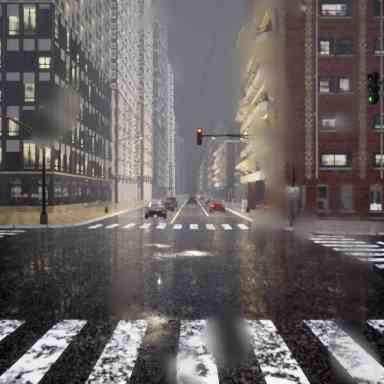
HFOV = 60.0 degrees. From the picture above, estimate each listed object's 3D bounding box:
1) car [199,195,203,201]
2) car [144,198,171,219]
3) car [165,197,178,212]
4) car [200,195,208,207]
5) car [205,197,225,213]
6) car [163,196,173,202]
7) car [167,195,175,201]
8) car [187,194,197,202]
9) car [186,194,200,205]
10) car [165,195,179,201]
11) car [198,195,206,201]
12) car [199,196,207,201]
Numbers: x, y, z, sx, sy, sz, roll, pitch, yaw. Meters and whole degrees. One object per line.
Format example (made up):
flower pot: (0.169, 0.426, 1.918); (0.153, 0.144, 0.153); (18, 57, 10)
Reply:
car: (2.688, 1.571, 55.818); (2.008, 1.369, 4.403); (0, 0, 0)
car: (-3.120, 1.553, 29.519); (2.033, 1.411, 5.357); (0, 0, -4)
car: (-3.085, 1.574, 39.539); (1.994, 1.385, 4.181); (0, 0, 1)
car: (2.688, 1.567, 50.170); (2.008, 1.369, 4.403); (0, 0, 0)
car: (2.739, 1.591, 37.253); (1.802, 1.307, 4.206); (0, 0, 0)
car: (-5.695, 1.589, 78.412); (2.008, 1.369, 4.403); (0, 0, 0)
car: (-5.697, 1.595, 89.709); (1.887, 1.381, 4.507); (0, 0, 0)
car: (-0.004, 1.218, 69.824); (2.097, 1.767, 4.553); (0, 0, 0)
car: (-0.003, 1.548, 59.851); (1.812, 1.442, 4.674); (0, 0, 0)
car: (-3.057, 1.521, 49.954); (1.837, 1.490, 4.892); (0, 0, 0)
car: (2.684, 1.491, 89.710); (1.967, 1.590, 4.097); (0, 0, 0)
car: (2.684, 1.626, 84.061); (1.802, 1.307, 4.206); (0, 0, 0)
